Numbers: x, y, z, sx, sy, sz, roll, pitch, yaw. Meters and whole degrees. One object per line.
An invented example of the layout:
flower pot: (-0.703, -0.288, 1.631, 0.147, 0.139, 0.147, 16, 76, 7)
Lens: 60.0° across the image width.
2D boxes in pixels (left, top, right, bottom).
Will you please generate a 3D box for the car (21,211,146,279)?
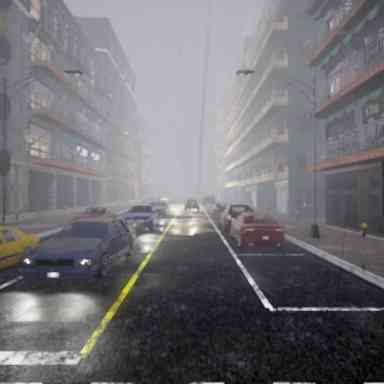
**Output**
car: (-3.070, 1.544, 10.390, 2.033, 1.411, 5.357, 0, 0, 4)

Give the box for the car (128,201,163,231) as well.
car: (-3.096, 1.520, 20.498, 1.812, 1.442, 4.674, 0, 0, 0)

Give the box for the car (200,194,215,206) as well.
car: (2.689, 1.304, 53.048, 2.192, 1.841, 5.009, 1, 0, 0)

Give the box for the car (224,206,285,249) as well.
car: (2.695, 1.540, 14.383, 1.887, 1.381, 4.507, 1, 0, 0)

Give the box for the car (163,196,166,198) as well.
car: (-5.695, 1.534, 53.059, 1.887, 1.381, 4.507, 1, 0, 0)

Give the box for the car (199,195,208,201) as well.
car: (2.682, 1.430, 80.664, 1.967, 1.590, 4.097, 1, 0, 0)

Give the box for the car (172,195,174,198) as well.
car: (-5.699, 1.540, 75.153, 2.008, 1.369, 4.403, 1, 0, 0)

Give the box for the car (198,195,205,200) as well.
car: (2.678, 1.537, 91.711, 1.887, 1.381, 4.507, 0, 0, 0)

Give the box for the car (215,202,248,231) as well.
car: (2.694, 1.434, 19.906, 1.967, 1.590, 4.097, 1, 0, 0)

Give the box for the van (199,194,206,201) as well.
van: (2.681, 1.332, 86.188, 1.690, 1.788, 3.998, 1, 0, 0)

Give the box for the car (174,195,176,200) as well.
car: (-5.703, 1.543, 91.723, 2.008, 1.369, 4.403, 1, 0, 0)

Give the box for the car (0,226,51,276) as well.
car: (-5.684, 1.523, 8.702, 1.752, 1.417, 4.829, 1, 0, 0)

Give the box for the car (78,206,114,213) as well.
car: (-5.688, 1.539, 19.918, 1.887, 1.381, 4.507, 1, 0, 0)

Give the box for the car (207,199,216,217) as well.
car: (2.691, 1.574, 30.953, 1.802, 1.307, 4.206, 1, 0, 0)

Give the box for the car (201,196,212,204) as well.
car: (2.684, 1.555, 64.094, 1.947, 1.339, 4.313, 1, 0, 0)

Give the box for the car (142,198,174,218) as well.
car: (-3.101, 1.539, 30.753, 2.033, 1.411, 5.357, 0, 0, 0)

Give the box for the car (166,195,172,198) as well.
car: (-5.698, 1.514, 69.459, 1.752, 1.417, 4.829, 1, 0, 0)

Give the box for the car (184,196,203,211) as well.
car: (-0.007, 1.538, 40.226, 2.033, 1.411, 5.357, 0, 0, 0)
